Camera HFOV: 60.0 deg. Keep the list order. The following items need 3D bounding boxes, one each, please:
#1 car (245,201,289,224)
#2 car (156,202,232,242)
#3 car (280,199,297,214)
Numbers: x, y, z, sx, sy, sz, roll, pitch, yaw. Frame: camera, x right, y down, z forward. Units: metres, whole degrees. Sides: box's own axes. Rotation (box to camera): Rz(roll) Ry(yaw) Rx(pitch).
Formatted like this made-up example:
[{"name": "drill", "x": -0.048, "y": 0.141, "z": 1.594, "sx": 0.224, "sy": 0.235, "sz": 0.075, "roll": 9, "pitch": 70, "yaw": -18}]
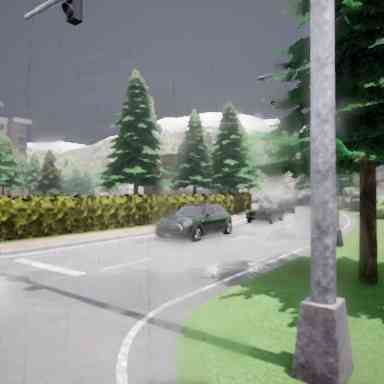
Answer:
[{"name": "car", "x": 5.636, "y": 1.624, "z": 25.236, "sx": 1.895, "sy": 1.301, "sz": 4.718, "roll": 0, "pitch": 0, "yaw": 29}, {"name": "car", "x": 0.206, "y": 1.378, "z": 16.838, "sx": 2.097, "sy": 1.767, "sz": 4.553, "roll": 0, "pitch": 0, "yaw": 35}, {"name": "car", "x": 10.231, "y": 1.532, "z": 36.185, "sx": 1.837, "sy": 1.490, "sz": 4.892, "roll": 0, "pitch": 0, "yaw": 17}]
